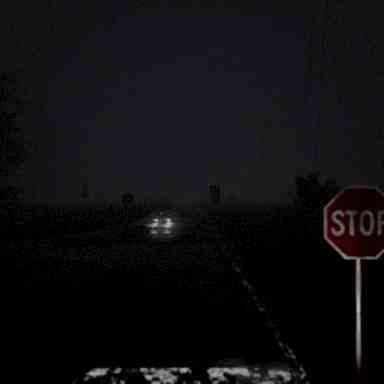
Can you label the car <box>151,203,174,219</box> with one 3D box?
[{"bbox_3d":[-2.789,1.776,32.018,1.994,1.385,4.181,0,0,0],"label":"car"}]
